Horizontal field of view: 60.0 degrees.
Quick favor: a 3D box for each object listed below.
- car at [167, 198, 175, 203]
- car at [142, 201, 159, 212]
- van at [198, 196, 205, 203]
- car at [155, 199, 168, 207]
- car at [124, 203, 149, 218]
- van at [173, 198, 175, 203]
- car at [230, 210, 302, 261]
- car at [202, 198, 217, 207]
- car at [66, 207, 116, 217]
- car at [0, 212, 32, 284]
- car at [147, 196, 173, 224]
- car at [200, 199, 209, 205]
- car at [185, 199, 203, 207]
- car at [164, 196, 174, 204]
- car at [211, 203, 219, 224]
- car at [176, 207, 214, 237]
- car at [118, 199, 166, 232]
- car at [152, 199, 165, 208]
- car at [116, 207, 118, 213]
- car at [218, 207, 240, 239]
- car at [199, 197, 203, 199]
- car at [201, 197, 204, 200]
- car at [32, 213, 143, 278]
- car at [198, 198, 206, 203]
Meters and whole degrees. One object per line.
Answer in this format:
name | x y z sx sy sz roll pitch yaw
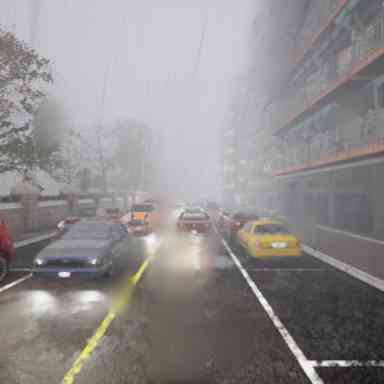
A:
car | -5.689 2.269 89.917 2.008 1.369 4.403 0 0 0
car | -5.691 1.936 45.637 1.802 1.307 4.206 0 0 0
van | 2.690 2.105 95.454 1.690 1.788 3.998 0 0 0
car | -5.691 2.039 62.243 2.008 1.369 4.403 0 0 0
car | -5.692 1.848 34.567 1.802 1.307 4.206 0 0 0
van | -5.691 1.967 78.848 1.690 1.788 3.998 0 0 0
car | 2.688 1.621 12.597 1.752 1.417 4.829 0 0 0
car | 2.689 1.898 45.638 1.887 1.381 4.507 0 0 0
car | -5.693 1.577 17.963 1.967 1.590 4.097 0 0 0
car | -5.694 1.368 6.894 2.192 1.841 5.009 0 0 0
car | -2.999 1.523 27.572 2.150 2.045 5.566 0 0 0
car | 2.690 2.145 73.312 1.947 1.339 4.313 0 0 0
car | 0.074 1.918 41.104 1.895 1.301 4.718 0 0 0
car | -5.691 1.987 84.384 2.192 1.841 5.009 0 0 0
car | 2.688 1.731 23.498 2.008 1.369 4.403 0 0 0
car | 0.100 1.746 19.055 1.895 1.301 4.718 0 0 0
car | -3.086 1.516 21.466 2.097 1.767 4.553 0 0 0
car | -5.691 1.967 56.537 1.752 1.417 4.829 0 0 0
car | -5.692 1.725 23.497 1.887 1.381 4.507 0 0 0
car | 2.688 1.682 17.962 1.887 1.381 4.507 0 0 0
car | 2.690 2.054 62.243 1.947 1.339 4.313 0 0 0
car | 2.689 1.943 51.172 1.887 1.381 4.507 0 0 0
car | -3.094 1.629 10.715 2.033 1.411 5.357 0 0 0
car | 2.691 2.284 89.917 1.947 1.339 4.313 0 0 0
